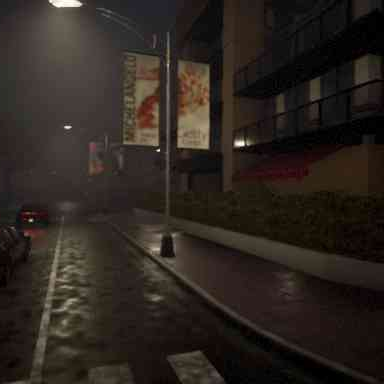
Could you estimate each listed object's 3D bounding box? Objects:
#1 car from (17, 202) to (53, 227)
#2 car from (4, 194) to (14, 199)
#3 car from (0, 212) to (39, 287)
[{"bbox_3d":[-10.395,1.442,22.015,1.837,1.490,4.892,1,0,-21],"label":"car"},{"bbox_3d":[-45.707,1.233,83.202,2.033,1.411,5.357,1,0,-21],"label":"car"},{"bbox_3d":[-5.629,1.511,8.883,2.033,1.411,5.357,1,0,-18],"label":"car"}]
